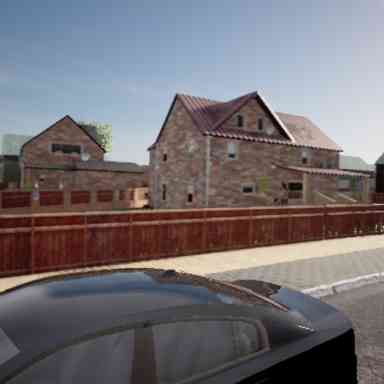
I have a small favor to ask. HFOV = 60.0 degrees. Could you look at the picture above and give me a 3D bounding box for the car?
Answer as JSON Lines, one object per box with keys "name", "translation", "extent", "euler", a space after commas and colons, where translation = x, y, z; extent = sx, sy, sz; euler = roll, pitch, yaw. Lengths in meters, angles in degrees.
{"name": "car", "translation": [-0.906, 1.422, 2.421], "extent": [5.008, 1.535, 1.882], "euler": [0, 1, -31]}
